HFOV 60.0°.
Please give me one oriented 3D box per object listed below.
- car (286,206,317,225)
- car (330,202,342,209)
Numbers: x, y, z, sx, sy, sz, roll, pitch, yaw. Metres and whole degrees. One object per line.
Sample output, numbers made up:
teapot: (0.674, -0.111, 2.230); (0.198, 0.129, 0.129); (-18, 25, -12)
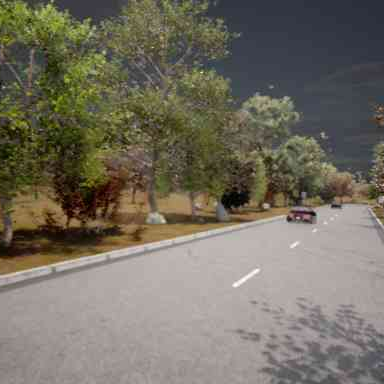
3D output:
car: (9.313, 1.901, 28.070); (1.994, 1.385, 4.181); (3, 1, 27)
car: (28.149, 2.616, 64.856); (1.895, 1.301, 4.718); (3, 1, 27)
